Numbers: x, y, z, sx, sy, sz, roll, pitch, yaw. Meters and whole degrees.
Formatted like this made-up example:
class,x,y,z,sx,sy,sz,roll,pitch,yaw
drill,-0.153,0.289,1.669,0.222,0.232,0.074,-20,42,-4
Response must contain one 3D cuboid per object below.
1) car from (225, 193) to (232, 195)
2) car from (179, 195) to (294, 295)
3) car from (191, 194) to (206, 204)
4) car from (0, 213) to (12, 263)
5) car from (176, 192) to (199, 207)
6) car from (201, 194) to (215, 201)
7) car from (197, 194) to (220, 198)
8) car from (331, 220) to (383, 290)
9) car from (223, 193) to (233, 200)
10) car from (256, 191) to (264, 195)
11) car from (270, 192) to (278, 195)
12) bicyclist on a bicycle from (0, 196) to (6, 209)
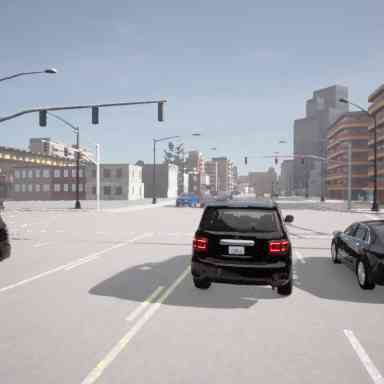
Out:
class,x,y,z,sx,sy,sz,roll,pitch,yaw
car,6.034,1.091,64.244,1.837,1.490,4.892,0,1,12
car,1.534,1.221,9.038,2.150,2.045,5.566,0,0,14
car,1.159,1.217,57.940,1.837,1.490,4.892,0,1,11
car,-6.232,1.221,6.698,2.150,2.045,5.566,0,0,10
car,-0.753,1.079,48.463,2.150,2.045,5.566,0,1,12
car,3.297,1.075,68.204,2.033,1.411,5.357,0,1,12
car,2.328,1.381,46.057,1.837,1.490,4.892,0,1,11
car,5.095,1.505,8.918,1.837,1.490,4.892,0,0,11
car,8.084,0.926,74.198,1.812,1.442,4.674,0,1,11
car,17.423,0.559,85.141,2.097,1.767,4.553,0,1,11
car,20.857,0.743,84.464,2.033,1.411,5.357,0,1,11
bicyclist on a bicycle,-23.840,1.303,41.444,0.582,1.620,1.656,0,0,10
